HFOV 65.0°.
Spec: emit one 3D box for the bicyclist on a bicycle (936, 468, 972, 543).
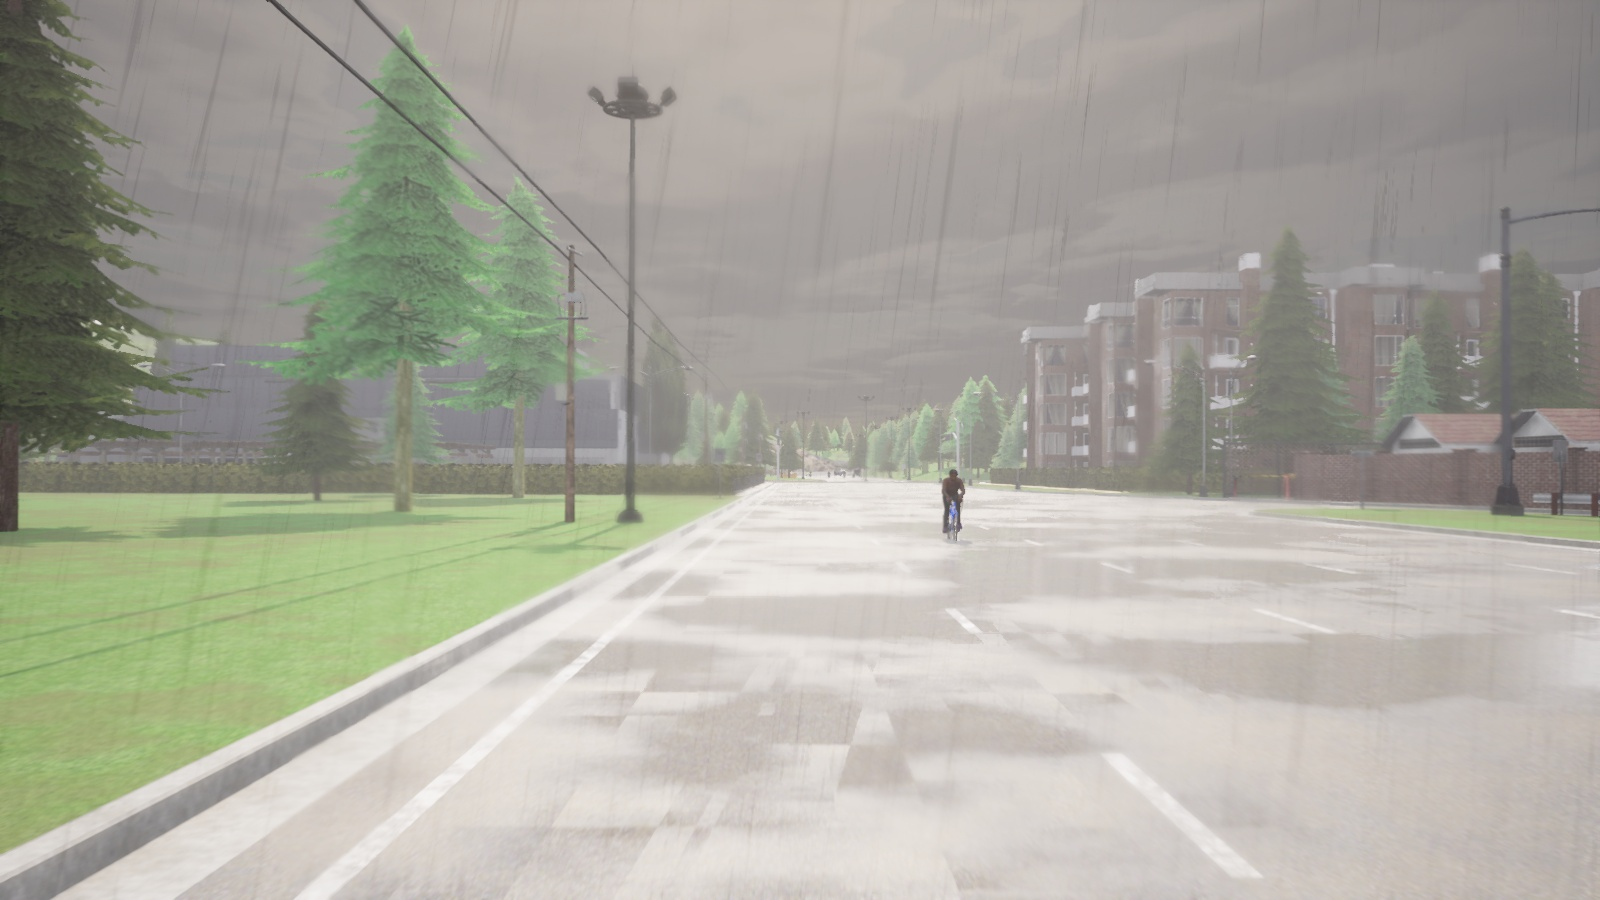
[{"bbox_3d":[3.432,1.224,28.077,0.582,1.620,1.656,0,-1,0],"label":"bicyclist on a bicycle"}]
